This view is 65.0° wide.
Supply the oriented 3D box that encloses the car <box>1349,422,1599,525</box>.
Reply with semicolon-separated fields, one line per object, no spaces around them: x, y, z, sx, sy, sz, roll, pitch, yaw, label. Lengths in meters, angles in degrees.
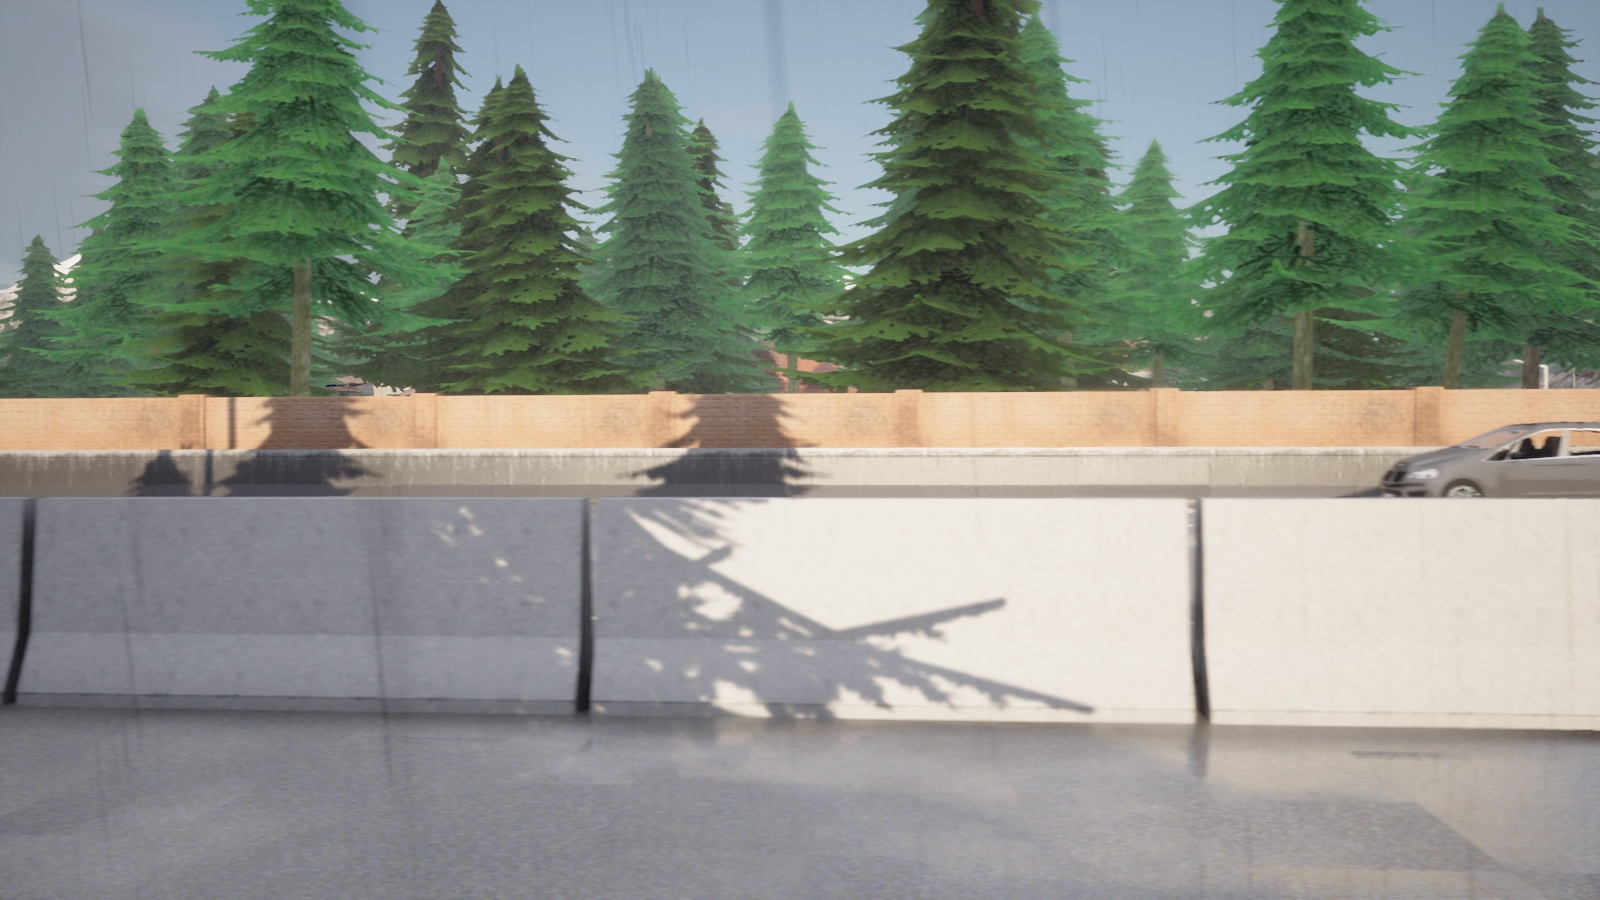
12.269;0.371;21.697;4.611;1.667;2.242;0;1;5;car
